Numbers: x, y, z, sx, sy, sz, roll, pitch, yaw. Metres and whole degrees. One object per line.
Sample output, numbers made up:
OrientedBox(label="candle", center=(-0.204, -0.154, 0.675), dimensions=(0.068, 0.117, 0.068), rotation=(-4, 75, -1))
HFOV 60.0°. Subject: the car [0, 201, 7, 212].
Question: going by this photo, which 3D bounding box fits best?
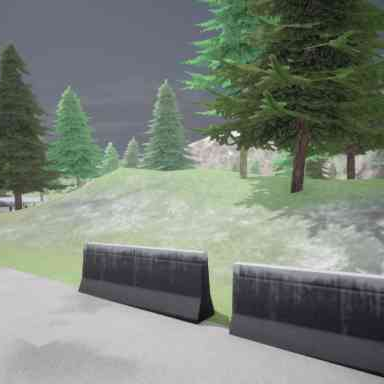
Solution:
OrientedBox(label="car", center=(-21.883, 1.398, 34.442), dimensions=(2.128, 1.511, 4.902), rotation=(0, 0, 42))
